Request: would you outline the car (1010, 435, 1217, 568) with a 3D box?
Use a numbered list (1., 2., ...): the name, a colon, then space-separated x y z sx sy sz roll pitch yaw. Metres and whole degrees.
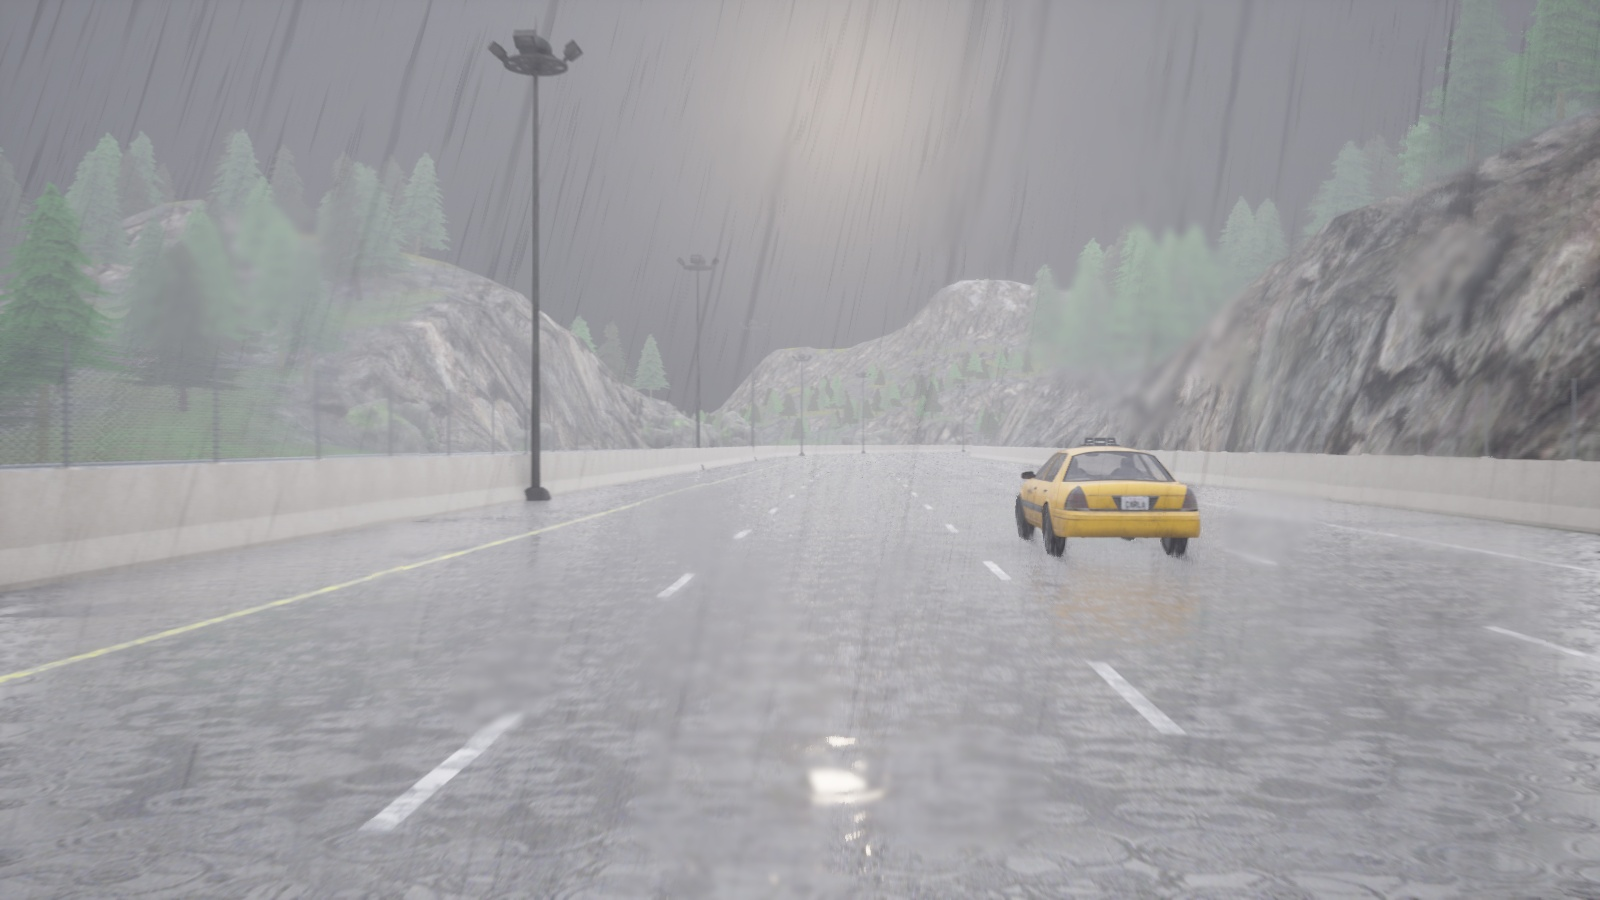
1. car: 4.196 0.598 17.700 1.801 1.575 5.366 0 0 3
